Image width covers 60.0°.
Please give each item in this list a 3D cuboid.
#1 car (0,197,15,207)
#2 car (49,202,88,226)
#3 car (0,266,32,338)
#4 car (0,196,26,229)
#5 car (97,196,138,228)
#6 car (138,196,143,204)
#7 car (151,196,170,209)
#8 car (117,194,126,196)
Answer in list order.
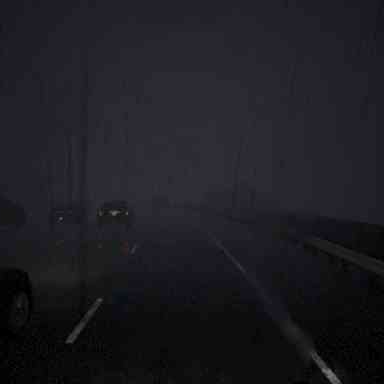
[{"bbox_3d":[-29.715,1.501,52.899,1.812,1.442,4.674,0,0,-17],"label":"car"},{"bbox_3d":[-8.622,1.474,23.516,2.128,1.511,4.902,0,0,-7],"label":"car"},{"bbox_3d":[-3.558,1.492,3.686,2.128,1.511,4.902,0,0,-1],"label":"car"},{"bbox_3d":[-11.593,1.214,19.145,2.150,2.045,5.566,0,0,-6],"label":"car"},{"bbox_3d":[-4.930,1.331,22.078,2.097,1.767,4.553,0,0,-7],"label":"car"},{"bbox_3d":[-10.473,1.415,62.328,1.882,1.535,5.008,0,0,-20],"label":"car"},{"bbox_3d":[-4.401,1.300,45.472,2.097,1.767,4.553,0,0,-14],"label":"car"},{"bbox_3d":[-16.533,1.247,77.790,1.882,1.535,5.008,0,0,-25],"label":"car"}]
